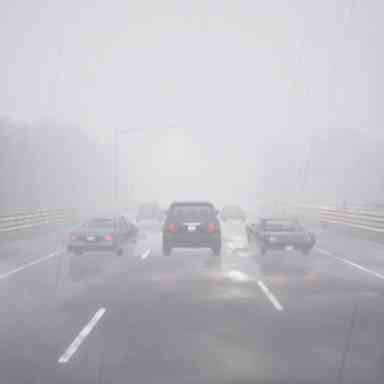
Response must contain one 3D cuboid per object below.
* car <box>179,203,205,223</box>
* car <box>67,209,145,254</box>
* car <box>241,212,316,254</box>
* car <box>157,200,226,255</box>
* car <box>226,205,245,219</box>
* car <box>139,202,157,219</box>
[{"bbox_3d":[-0.008,1.766,29.304,2.128,1.511,4.902,0,0,0],"label":"car"},{"bbox_3d":[-3.505,1.681,14.002,2.033,1.411,5.357,0,-1,0],"label":"car"},{"bbox_3d":[3.496,1.736,14.122,1.895,1.301,4.718,0,-1,0],"label":"car"},{"bbox_3d":[-0.006,1.351,14.016,2.150,2.045,5.566,0,0,0],"label":"car"},{"bbox_3d":[3.488,1.818,29.003,2.033,1.411,5.357,0,0,0],"label":"car"},{"bbox_3d":[-3.512,1.621,29.083,2.097,1.767,4.553,0,-1,0],"label":"car"}]
